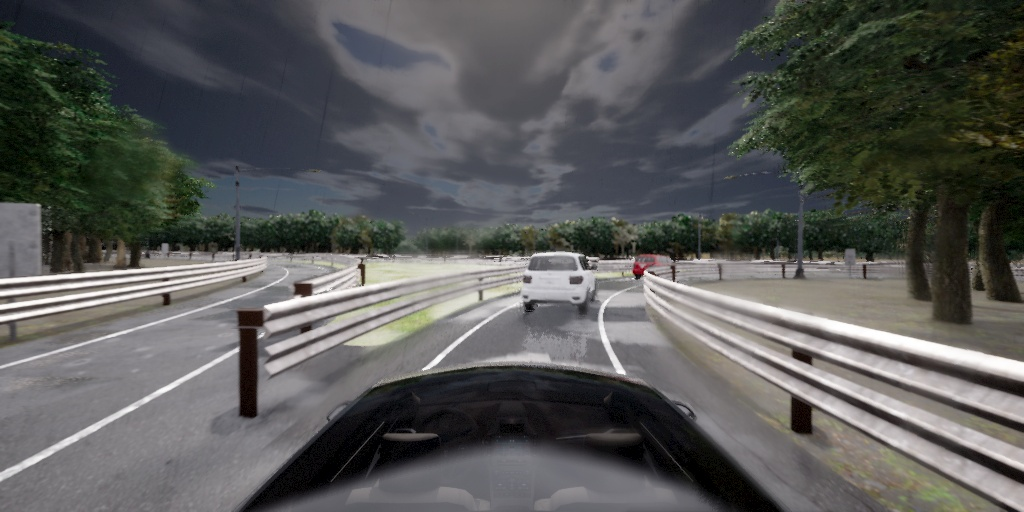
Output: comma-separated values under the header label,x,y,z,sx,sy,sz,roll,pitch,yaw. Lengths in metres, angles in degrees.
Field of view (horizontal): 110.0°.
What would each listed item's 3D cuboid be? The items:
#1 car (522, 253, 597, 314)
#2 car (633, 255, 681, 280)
label,x,y,z,sx,sy,sz,roll,pitch,yaw
car,1.985,0.909,13.771,2.150,2.045,5.566,0,0,17
car,12.280,0.968,30.301,5.566,2.045,2.150,1,0,-44
